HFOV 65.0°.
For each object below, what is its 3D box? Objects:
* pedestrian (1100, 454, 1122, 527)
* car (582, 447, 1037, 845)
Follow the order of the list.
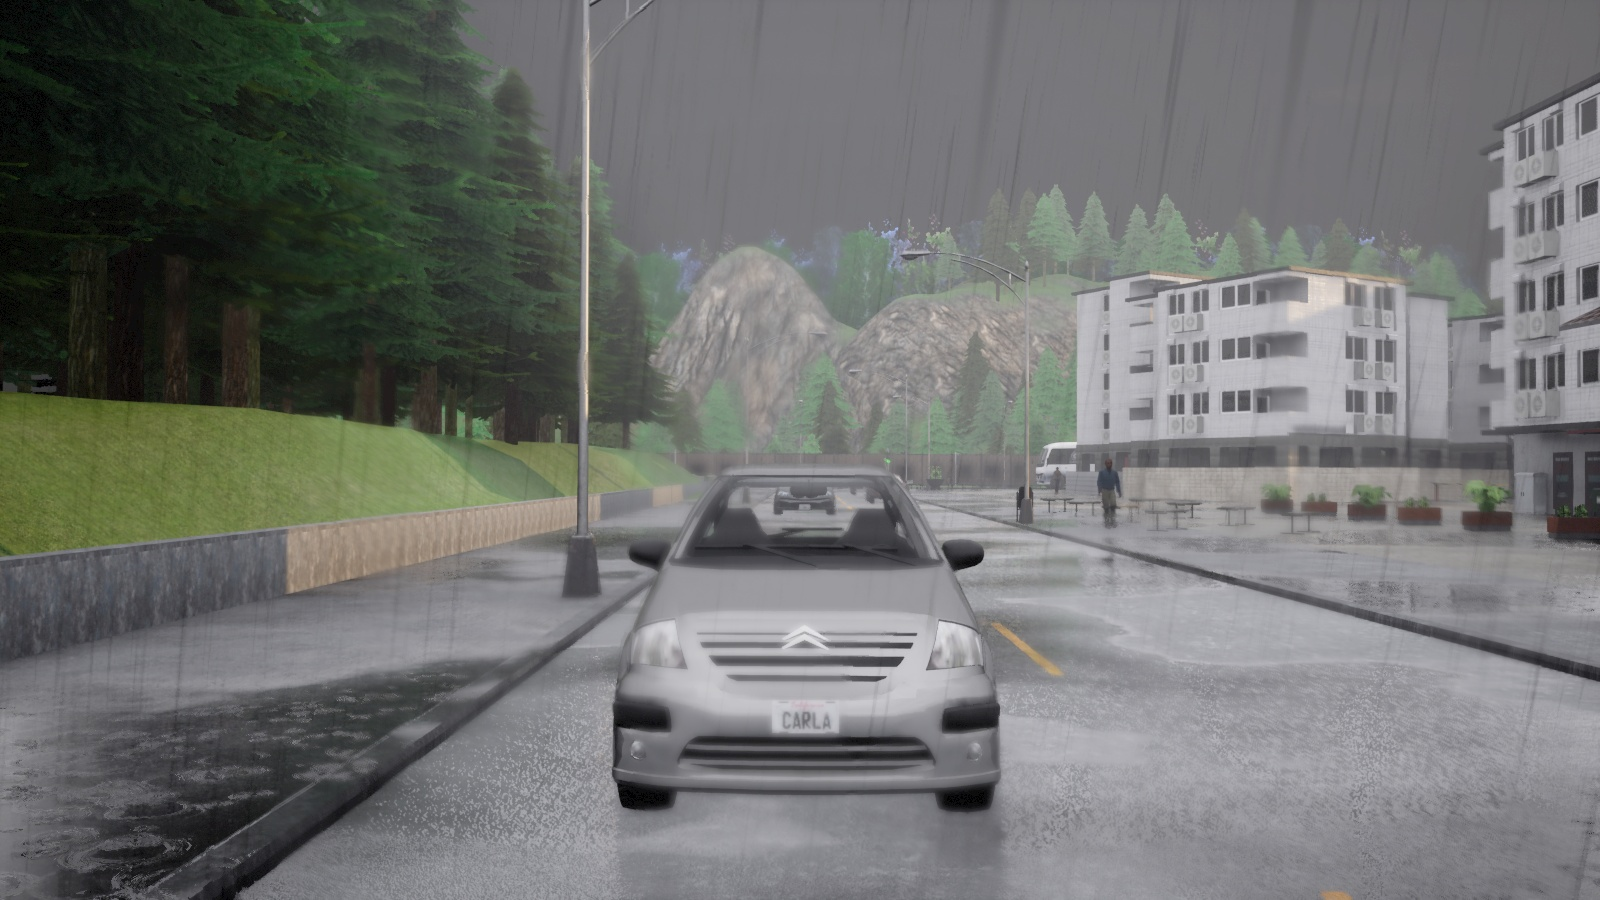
[{"bbox_3d":[7.895,1.027,31.888,0.370,1.835,0.726,0,-1,1],"label":"pedestrian"},{"bbox_3d":[0.044,0.832,7.120,1.851,1.617,3.988,0,-1,0],"label":"car"}]
